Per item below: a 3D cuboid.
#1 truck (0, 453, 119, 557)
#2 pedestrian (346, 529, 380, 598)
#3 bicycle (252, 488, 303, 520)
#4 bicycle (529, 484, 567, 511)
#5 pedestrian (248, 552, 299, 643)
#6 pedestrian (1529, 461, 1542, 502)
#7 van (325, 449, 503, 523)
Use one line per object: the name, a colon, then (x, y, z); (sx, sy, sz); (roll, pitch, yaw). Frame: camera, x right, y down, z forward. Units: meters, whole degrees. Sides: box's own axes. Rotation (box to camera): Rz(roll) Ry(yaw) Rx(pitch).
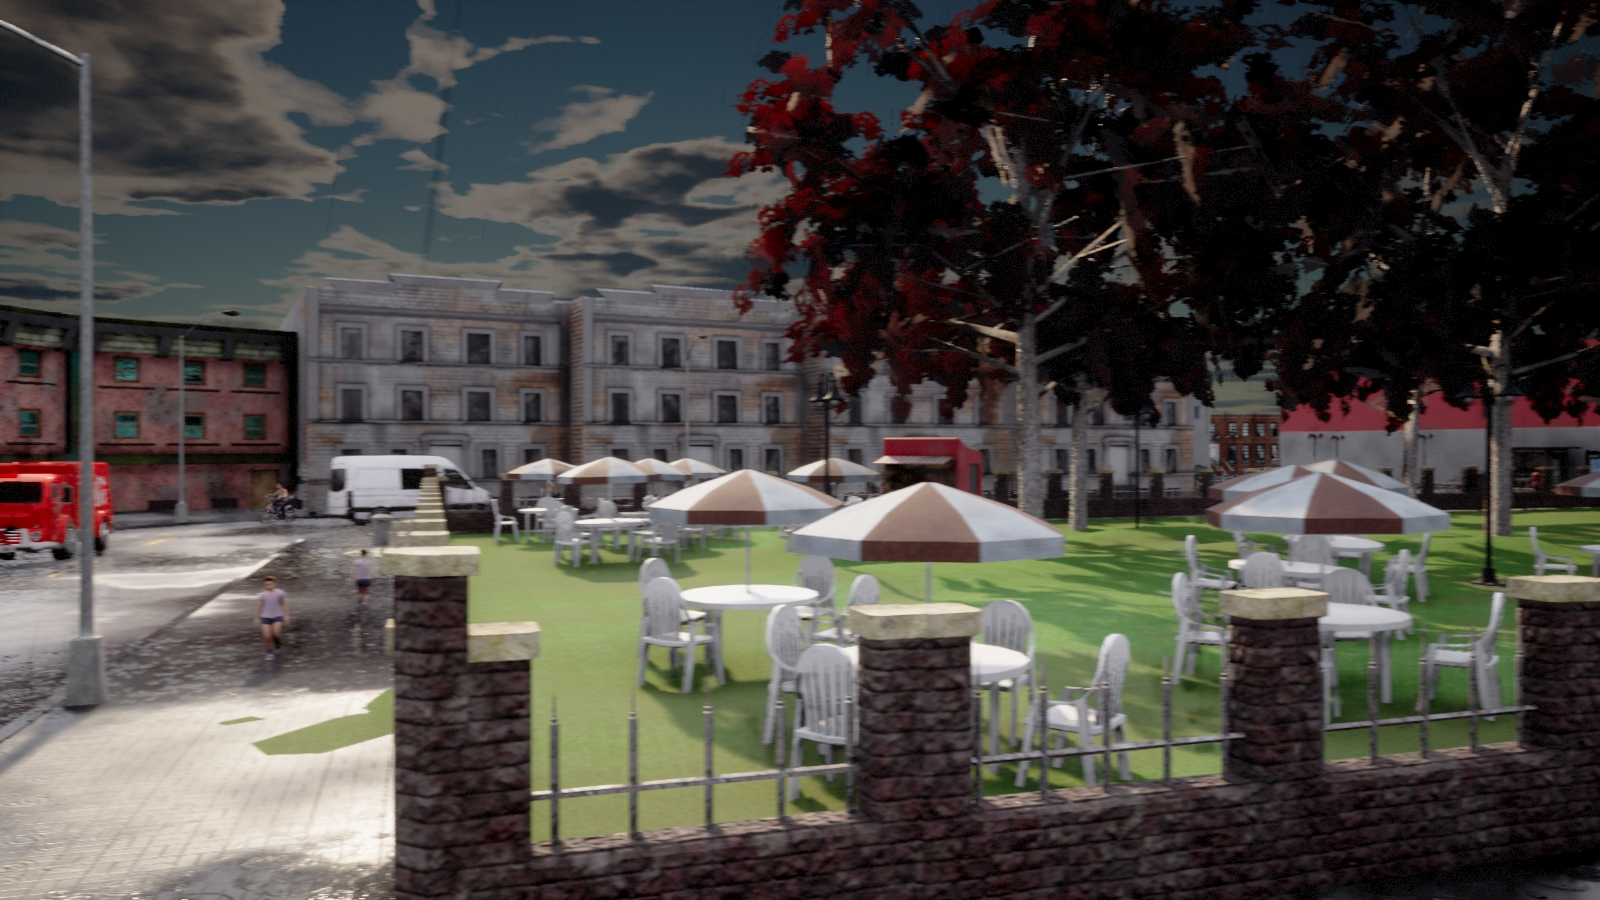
truck: (-19.896, 1.330, 29.879); (2.627, 2.467, 5.204); (0, 0, -19)
pedestrian: (-7.297, 1.890, 19.102); (0.500, 1.100, 0.500); (0, 0, -18)
bicycle: (-19.491, 2.009, 42.609); (0.859, 1.080, 1.487); (2, 1, 34)
bicycle: (-10.577, 1.999, 47.919); (1.487, 1.080, 0.859); (0, 0, -18)
pedestrian: (-6.771, 1.887, 14.705); (0.500, 1.100, 0.500); (0, 0, -11)
pedestrian: (34.206, 1.465, 53.125); (0.375, 1.860, 0.375); (0, 0, -18)
van: (-14.218, 1.284, 42.384); (5.915, 2.561, 1.988); (0, -2, -42)
